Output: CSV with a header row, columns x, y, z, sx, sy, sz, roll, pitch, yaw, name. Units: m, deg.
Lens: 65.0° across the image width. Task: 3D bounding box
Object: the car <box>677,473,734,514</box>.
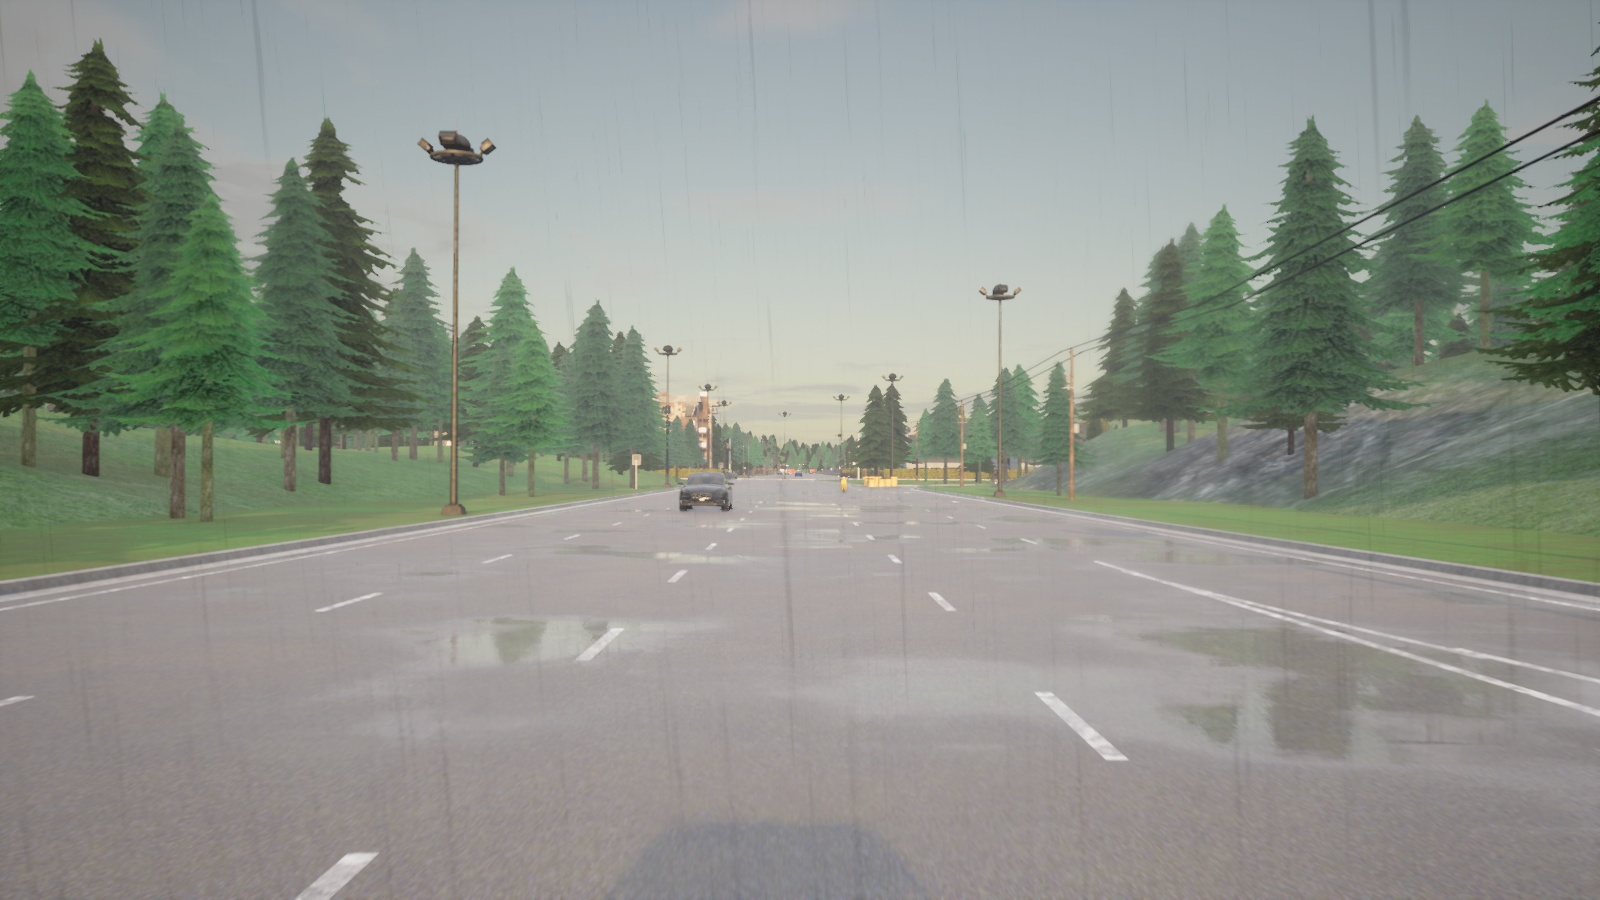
x,y,z,sx,sy,sz,roll,pitch,yaw,name
-3.618,1.650,48.741,1.837,1.490,4.892,0,-1,0,car
